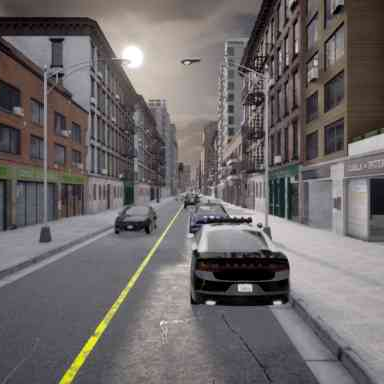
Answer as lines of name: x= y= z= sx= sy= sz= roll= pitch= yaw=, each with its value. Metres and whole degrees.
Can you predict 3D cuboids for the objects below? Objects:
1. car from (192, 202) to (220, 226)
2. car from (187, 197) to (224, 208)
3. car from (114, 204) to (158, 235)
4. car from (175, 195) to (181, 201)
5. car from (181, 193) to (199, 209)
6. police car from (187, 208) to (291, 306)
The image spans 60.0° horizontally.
car: x=0.916 y=1.520 z=24.123 sx=1.812 sy=1.442 sz=4.674 roll=0 pitch=0 yaw=0
car: x=0.911 y=1.348 z=18.094 sx=2.097 sy=1.767 sz=4.553 roll=0 pitch=0 yaw=0
car: x=-3.088 y=1.474 z=19.080 sx=1.882 sy=1.535 sz=5.008 roll=0 pitch=0 yaw=0
car: x=-2.948 y=1.400 z=76.665 sx=2.128 sy=1.511 sz=4.902 roll=0 pitch=0 yaw=0
car: x=0.034 y=1.196 z=45.215 sx=2.150 sy=2.045 sz=5.566 roll=0 pitch=0 yaw=0
police car: x=0.905 y=1.424 z=8.233 sx=1.930 sy=1.638 sz=5.238 roll=0 pitch=0 yaw=0
